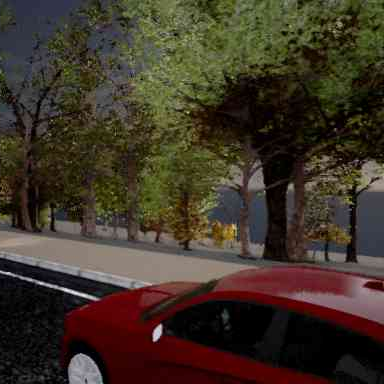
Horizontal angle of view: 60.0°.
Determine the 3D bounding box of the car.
[{"bbox_3d":[0.783,1.478,3.126,5.008,1.535,1.882,0,0,36],"label":"car"}]
